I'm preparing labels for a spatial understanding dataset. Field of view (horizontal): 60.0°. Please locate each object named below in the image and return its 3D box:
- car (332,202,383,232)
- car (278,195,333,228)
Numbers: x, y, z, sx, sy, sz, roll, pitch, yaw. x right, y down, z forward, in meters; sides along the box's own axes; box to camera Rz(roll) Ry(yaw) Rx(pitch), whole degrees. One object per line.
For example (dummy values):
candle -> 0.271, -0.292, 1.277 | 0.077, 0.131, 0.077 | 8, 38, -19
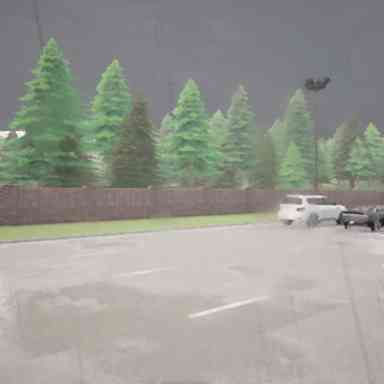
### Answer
car -> 10.997, 1.514, 20.182 | 4.902, 1.511, 2.128 | 0, 0, -35
car -> 8.206, 1.243, 22.489 | 5.566, 2.045, 2.150 | 0, 0, -35
